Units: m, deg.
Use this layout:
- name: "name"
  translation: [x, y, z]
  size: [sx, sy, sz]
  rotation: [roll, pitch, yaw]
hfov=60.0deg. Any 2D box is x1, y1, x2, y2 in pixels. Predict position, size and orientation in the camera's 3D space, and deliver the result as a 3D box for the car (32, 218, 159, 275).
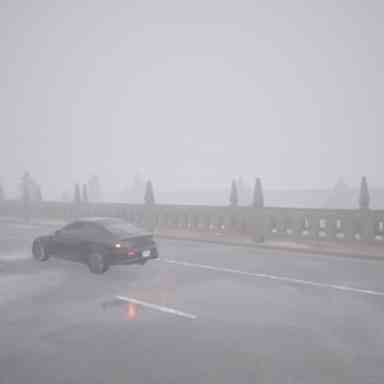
- name: "car"
  translation: [-3.137, 1.539, 10.529]
  size: [4.674, 1.442, 1.812]
  rotation: [0, 0, 36]
